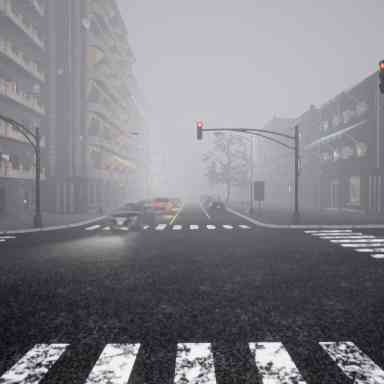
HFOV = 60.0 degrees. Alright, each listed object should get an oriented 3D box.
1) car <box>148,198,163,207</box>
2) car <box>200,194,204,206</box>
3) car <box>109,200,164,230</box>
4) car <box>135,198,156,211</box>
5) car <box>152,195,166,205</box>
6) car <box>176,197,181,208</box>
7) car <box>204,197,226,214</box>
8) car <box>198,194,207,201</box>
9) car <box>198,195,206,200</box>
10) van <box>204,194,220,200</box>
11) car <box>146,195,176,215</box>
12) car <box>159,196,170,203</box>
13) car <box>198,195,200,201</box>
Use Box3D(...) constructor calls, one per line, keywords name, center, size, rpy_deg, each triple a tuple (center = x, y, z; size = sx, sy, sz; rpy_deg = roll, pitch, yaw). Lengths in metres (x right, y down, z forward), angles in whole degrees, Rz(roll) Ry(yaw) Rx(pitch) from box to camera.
Box3D(name="car", center=(-5.701, 1.562, 52.339), size=(1.802, 1.307, 4.206), rpy_deg=(0, 0, 0))
Box3D(name="car", center=(2.678, 1.420, 52.333), size=(1.967, 1.590, 4.097), rpy_deg=(0, 0, 0))
Box3D(name="car", center=(-3.639, 1.483, 21.215), size=(2.128, 1.511, 4.902), rpy_deg=(0, 0, 10))
Box3D(name="car", center=(-5.699, 1.531, 41.271), size=(1.887, 1.381, 4.507), rpy_deg=(0, 0, 0))
Box3D(name="car", center=(-5.703, 1.417, 57.872), size=(1.967, 1.590, 4.097), rpy_deg=(0, 0, 0))
Box3D(name="car", center=(-3.082, 1.547, 47.258), size=(1.994, 1.385, 4.181), rpy_deg=(0, 0, 0))
Box3D(name="car", center=(2.682, 1.555, 35.732), size=(1.947, 1.339, 4.313), rpy_deg=(0, 0, 0))
Box3D(name="car", center=(2.672, 1.396, 85.533), size=(1.967, 1.590, 4.097), rpy_deg=(0, 0, 0))
Box3D(name="car", center=(2.673, 1.496, 91.067), size=(1.887, 1.381, 4.507), rpy_deg=(0, 0, 0))
Box3D(name="van", center=(2.679, 1.327, 41.265), size=(1.690, 1.788, 3.998), rpy_deg=(0, 0, 0))
Box3D(name="car", center=(-3.098, 1.341, 34.357), size=(2.097, 1.767, 4.553), rpy_deg=(0, 0, 0))
Box3D(name="car", center=(-5.704, 1.551, 68.939), size=(1.802, 1.307, 4.206), rpy_deg=(0, 0, 0))
Box3D(name="car", center=(2.673, 1.280, 74.467), size=(2.192, 1.841, 5.009), rpy_deg=(0, 0, 0))
